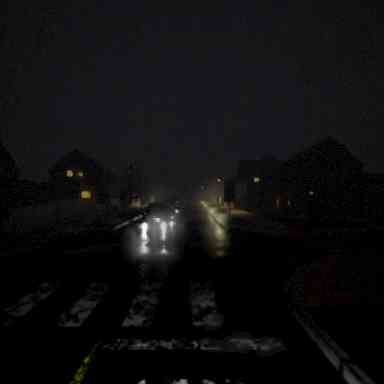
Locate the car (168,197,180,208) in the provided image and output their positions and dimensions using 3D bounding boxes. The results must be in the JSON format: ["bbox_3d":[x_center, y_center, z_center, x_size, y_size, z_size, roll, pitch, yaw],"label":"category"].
[{"bbox_3d":[-2.855,1.477,47.753,2.097,1.767,4.553,0,0,1],"label":"car"}]

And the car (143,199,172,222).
[{"bbox_3d":[-2.868,1.576,27.219,1.812,1.442,4.674,0,0,0],"label":"car"}]

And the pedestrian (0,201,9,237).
[{"bbox_3d":[-9.820,1.379,17.034,0.375,1.860,0.375,0,-3,-1],"label":"pedestrian"}]

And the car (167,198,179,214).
[{"bbox_3d":[-2.855,1.684,37.482,1.895,1.301,4.718,0,0,0],"label":"car"}]
